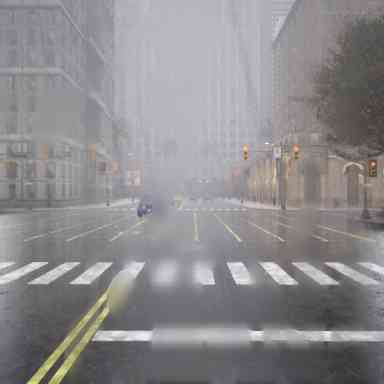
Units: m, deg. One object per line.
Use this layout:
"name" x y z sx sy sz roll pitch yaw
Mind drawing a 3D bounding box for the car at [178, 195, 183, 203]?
"car" -3.402 1.477 68.375 1.882 1.535 5.008 0 0 1

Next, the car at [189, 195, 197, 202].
"car" 0.217 1.449 78.594 2.128 1.511 4.902 0 0 1

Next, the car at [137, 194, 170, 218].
"car" -3.585 1.221 30.611 2.150 2.045 5.566 0 0 0

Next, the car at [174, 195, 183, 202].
"car" -3.268 1.474 79.969 1.882 1.535 5.008 0 0 1

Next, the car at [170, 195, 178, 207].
"car" -3.570 1.505 50.847 1.837 1.490 4.892 0 0 0

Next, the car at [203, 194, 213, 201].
"car" 3.717 1.280 78.527 2.097 1.767 4.553 0 0 1
